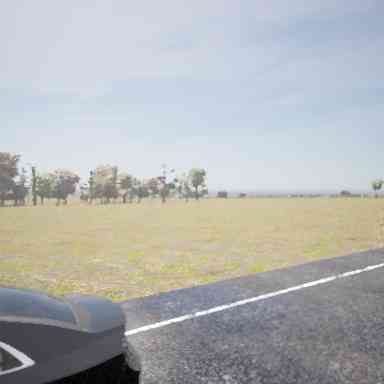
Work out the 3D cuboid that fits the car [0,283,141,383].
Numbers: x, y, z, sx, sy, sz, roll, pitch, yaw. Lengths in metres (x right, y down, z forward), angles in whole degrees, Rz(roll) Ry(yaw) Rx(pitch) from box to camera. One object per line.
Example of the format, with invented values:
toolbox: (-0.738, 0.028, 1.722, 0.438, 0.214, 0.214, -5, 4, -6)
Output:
car: (-2.721, 1.507, 2.055, 4.892, 1.490, 1.837, 0, 0, -36)
